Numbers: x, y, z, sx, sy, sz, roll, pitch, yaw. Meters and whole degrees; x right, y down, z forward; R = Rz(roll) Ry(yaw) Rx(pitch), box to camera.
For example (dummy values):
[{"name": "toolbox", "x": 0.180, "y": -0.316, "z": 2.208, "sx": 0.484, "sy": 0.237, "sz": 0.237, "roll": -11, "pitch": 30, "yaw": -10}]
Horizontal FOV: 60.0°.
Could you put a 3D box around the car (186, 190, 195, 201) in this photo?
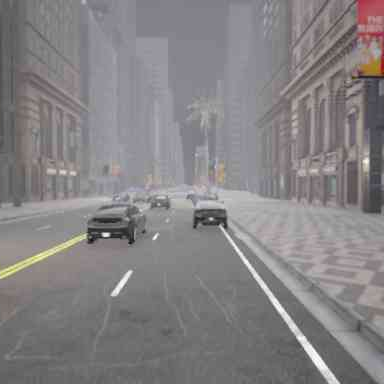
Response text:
[{"name": "car", "x": -0.023, "y": 0.601, "z": 55.658, "sx": 1.882, "sy": 1.535, "sz": 5.008, "roll": 0, "pitch": 1, "yaw": 0}]

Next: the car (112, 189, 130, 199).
[{"name": "car", "x": -9.847, "y": 0.760, "z": 46.506, "sx": 2.128, "sy": 1.511, "sz": 4.902, "roll": 0, "pitch": 1, "yaw": 0}]

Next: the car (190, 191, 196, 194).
[{"name": "car", "x": 0.957, "y": 0.974, "z": 35.299, "sx": 1.812, "sy": 1.442, "sz": 4.674, "roll": 0, "pitch": 1, "yaw": 0}]

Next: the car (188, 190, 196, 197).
[{"name": "car", "x": -0.038, "y": 0.250, "z": 74.938, "sx": 1.882, "sy": 1.535, "sz": 5.008, "roll": 0, "pitch": 1, "yaw": 0}]

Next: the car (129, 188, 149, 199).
[{"name": "car", "x": -6.592, "y": 0.654, "z": 44.454, "sx": 2.097, "sy": 1.767, "sz": 4.553, "roll": 0, "pitch": 1, "yaw": 0}]

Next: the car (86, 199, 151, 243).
[{"name": "car", "x": -3.160, "y": 1.277, "z": 14.627, "sx": 1.837, "sy": 1.490, "sz": 4.892, "roll": 0, "pitch": 1, "yaw": 0}]

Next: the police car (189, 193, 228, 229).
[{"name": "police car", "x": 0.965, "y": 1.123, "z": 19.409, "sx": 1.930, "sy": 1.638, "sz": 5.238, "roll": 0, "pitch": 1, "yaw": 0}]

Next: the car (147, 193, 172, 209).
[{"name": "car", "x": -3.169, "y": 0.989, "z": 34.307, "sx": 1.812, "sy": 1.442, "sz": 4.674, "roll": 0, "pitch": 1, "yaw": 0}]
